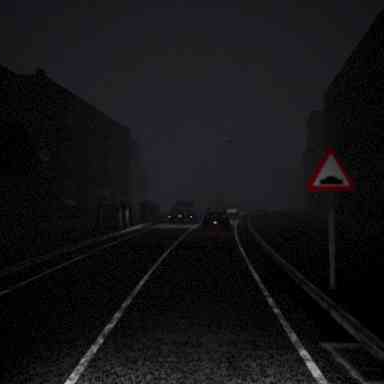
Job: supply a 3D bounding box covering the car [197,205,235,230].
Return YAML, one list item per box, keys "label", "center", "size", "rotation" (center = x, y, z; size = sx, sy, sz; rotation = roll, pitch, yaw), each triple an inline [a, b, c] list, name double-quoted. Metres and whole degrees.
- label: "car"
  center: [1.833, 1.845, 24.269]
  size: [2.128, 1.511, 4.902]
  rotation: [0, -1, 7]

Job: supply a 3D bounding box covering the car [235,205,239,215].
- label: "car"
  center: [4.967, 2.289, 42.619]
  size: [1.895, 1.301, 4.718]
  rotation: [0, -1, 11]

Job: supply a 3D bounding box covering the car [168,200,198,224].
- label: "car"
  center: [-0.573, 1.695, 30.000]
  size: [2.150, 2.045, 5.566]
  rotation: [0, -2, 9]
